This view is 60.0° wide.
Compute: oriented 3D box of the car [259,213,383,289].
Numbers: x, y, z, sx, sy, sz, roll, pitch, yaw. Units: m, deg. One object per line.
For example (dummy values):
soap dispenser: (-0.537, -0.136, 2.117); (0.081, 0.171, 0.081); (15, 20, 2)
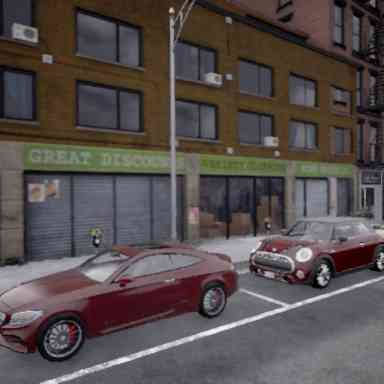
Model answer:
car: (3.455, 1.422, 9.010); (4.097, 1.590, 1.967); (0, 0, -36)

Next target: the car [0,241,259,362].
car: (-1.018, 1.576, 5.815); (4.206, 1.307, 1.802); (0, 0, -36)
